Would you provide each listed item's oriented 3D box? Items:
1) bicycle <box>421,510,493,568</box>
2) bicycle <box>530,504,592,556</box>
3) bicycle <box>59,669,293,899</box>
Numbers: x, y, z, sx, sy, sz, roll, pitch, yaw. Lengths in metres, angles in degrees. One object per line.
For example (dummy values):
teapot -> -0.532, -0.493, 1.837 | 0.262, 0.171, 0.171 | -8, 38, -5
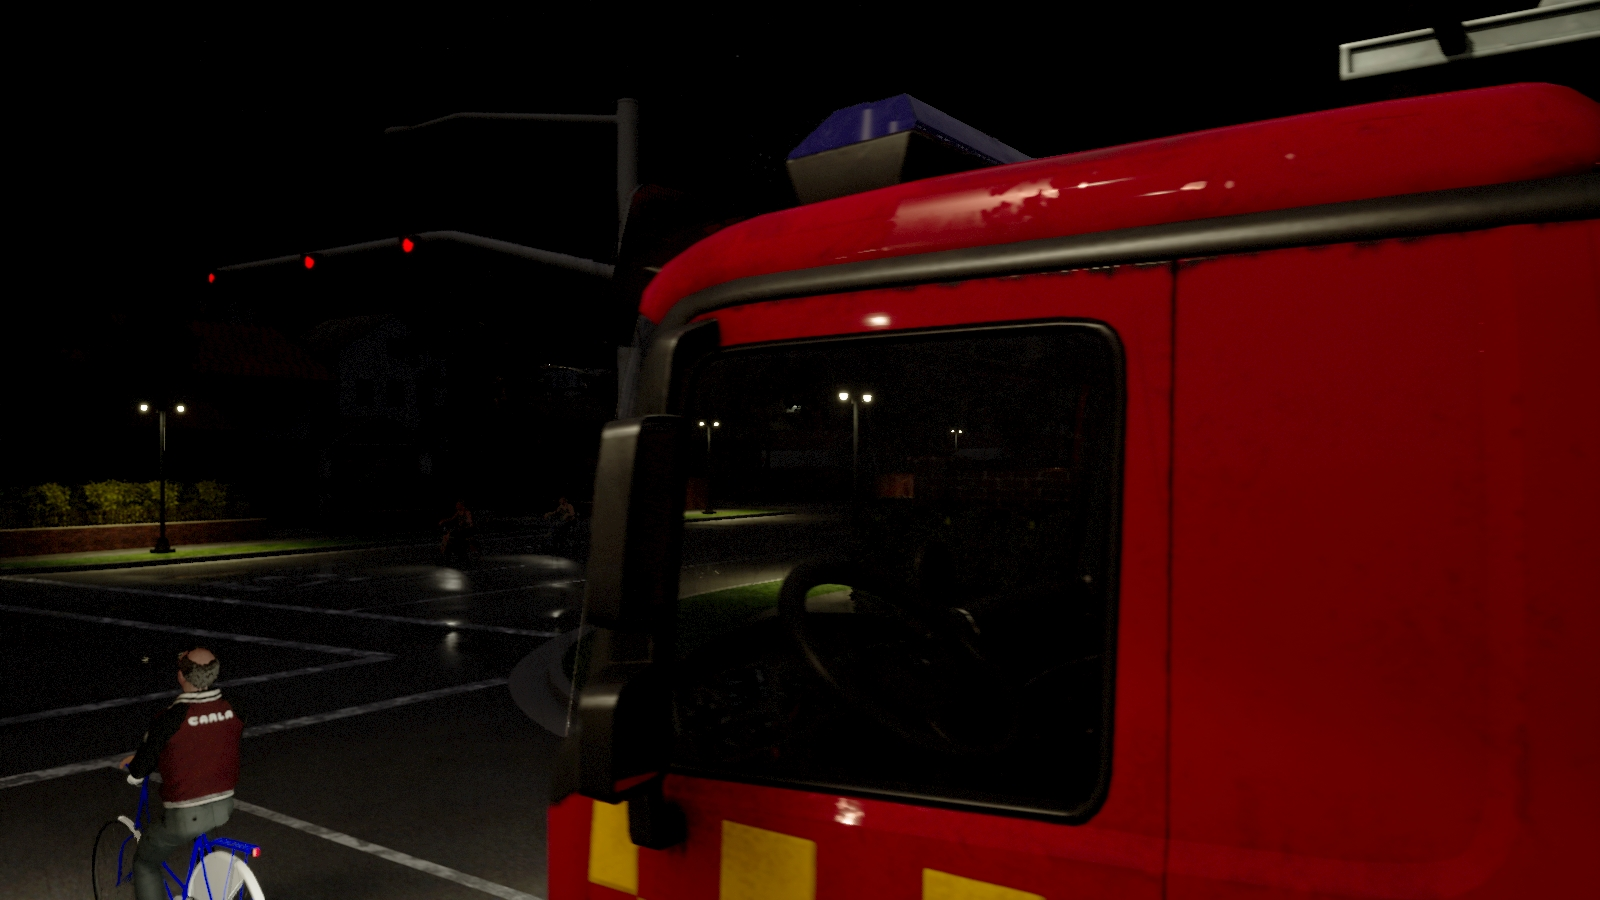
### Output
bicycle -> -8.440, 2.163, 28.180 | 0.859, 1.301, 1.487 | 0, 0, 35
bicycle -> -6.508, 2.163, 31.154 | 0.859, 1.301, 1.487 | 0, 0, 34
bicycle -> -3.403, 2.054, 6.156 | 1.835, 1.496, 0.329 | 0, 0, 35
